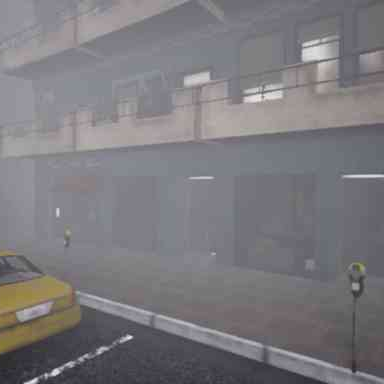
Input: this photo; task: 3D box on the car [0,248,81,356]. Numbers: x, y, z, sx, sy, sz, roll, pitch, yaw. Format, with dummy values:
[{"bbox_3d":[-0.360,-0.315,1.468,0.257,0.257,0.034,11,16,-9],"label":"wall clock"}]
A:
[{"bbox_3d":[-3.908,1.509,5.649,4.829,1.417,1.752,0,1,36],"label":"car"}]
